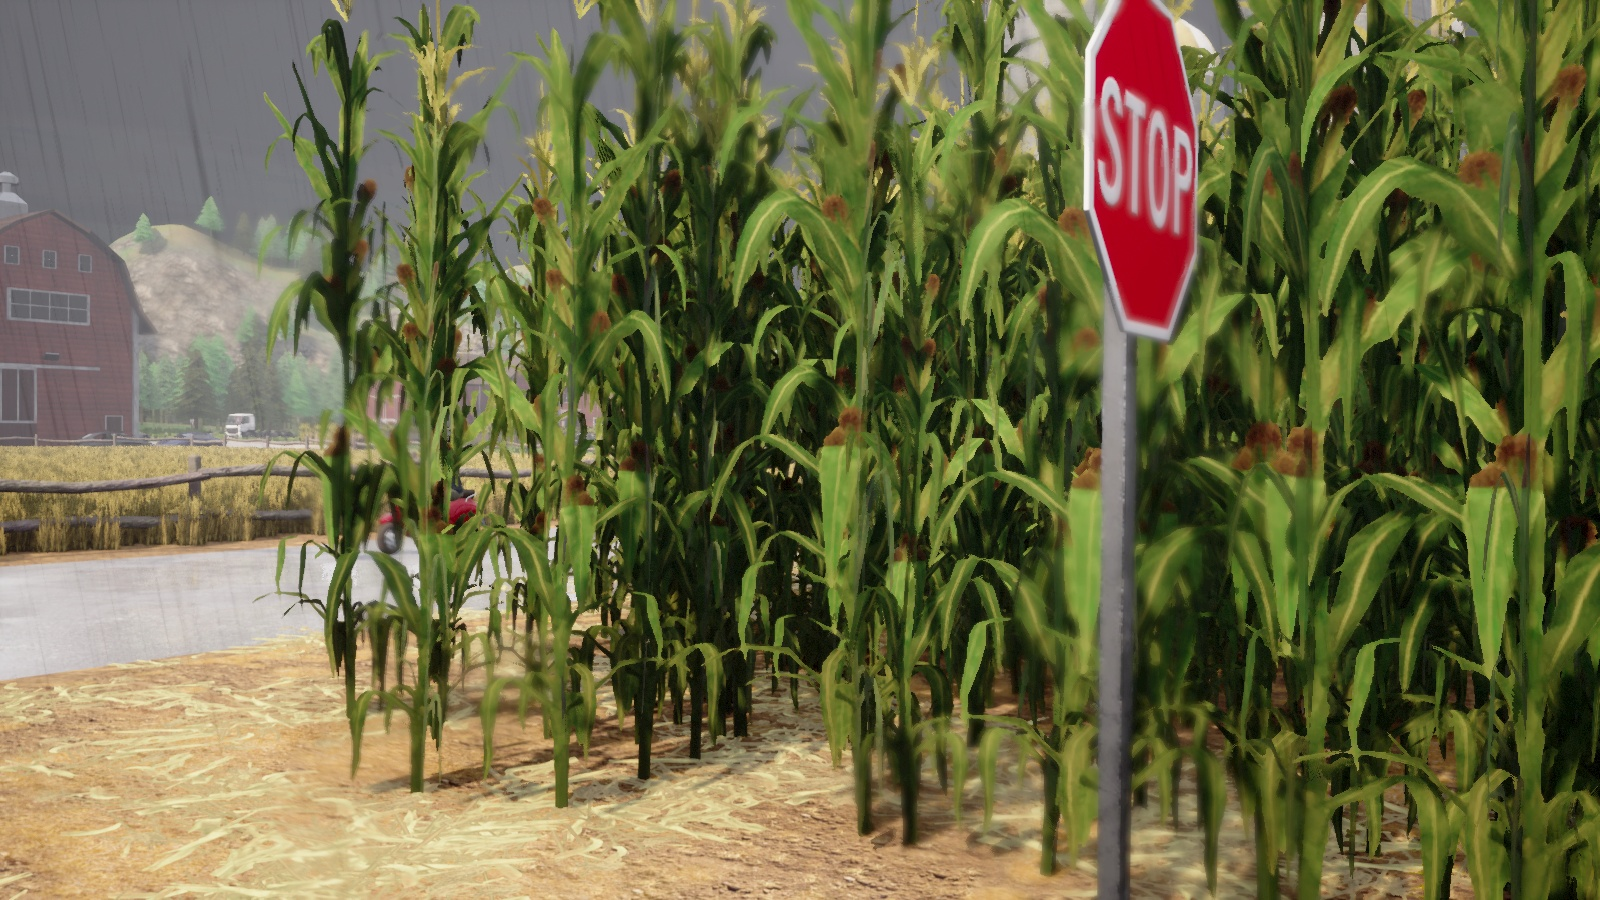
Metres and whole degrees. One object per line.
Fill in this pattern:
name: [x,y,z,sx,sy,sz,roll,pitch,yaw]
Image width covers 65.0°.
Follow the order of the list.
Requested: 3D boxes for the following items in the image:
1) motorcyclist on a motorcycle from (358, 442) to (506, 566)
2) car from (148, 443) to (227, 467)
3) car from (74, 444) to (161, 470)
motorcyclist on a motorcycle: [-5.014,0.694,17.219,0.866,1.590,1.817,0,1,33]
car: [-39.384,0.307,80.821,1.812,1.442,4.674,0,1,18]
car: [-40.419,0.404,74.439,4.193,1.474,1.816,-1,1,-41]
